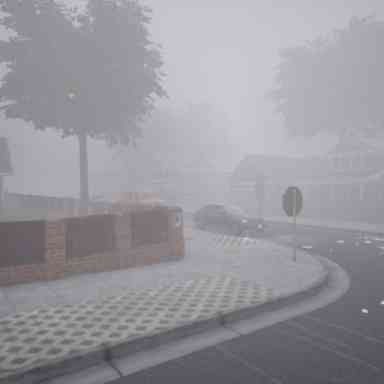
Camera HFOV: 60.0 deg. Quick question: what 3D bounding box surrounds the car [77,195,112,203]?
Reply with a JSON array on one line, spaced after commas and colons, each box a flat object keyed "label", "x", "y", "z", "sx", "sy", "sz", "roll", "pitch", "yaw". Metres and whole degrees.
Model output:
[{"label": "car", "x": -9.657, "y": 1.063, "z": 33.858, "sx": 2.128, "sy": 1.511, "sz": 4.902, "roll": 0, "pitch": 1, "yaw": -35}]

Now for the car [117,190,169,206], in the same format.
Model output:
[{"label": "car", "x": -3.868, "y": 0.911, "z": 25.687, "sx": 2.150, "sy": 2.045, "sz": 5.566, "roll": 0, "pitch": 1, "yaw": -36}]

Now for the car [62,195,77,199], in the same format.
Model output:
[{"label": "car", "x": -15.504, "y": 1.049, "z": 42.128, "sx": 1.895, "sy": 1.301, "sz": 4.718, "roll": 0, "pitch": 1, "yaw": -35}]

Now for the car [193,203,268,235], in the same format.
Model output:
[{"label": "car", "x": 1.868, "y": 1.330, "z": 17.653, "sx": 1.812, "sy": 1.442, "sz": 4.674, "roll": 0, "pitch": 1, "yaw": -36}]
